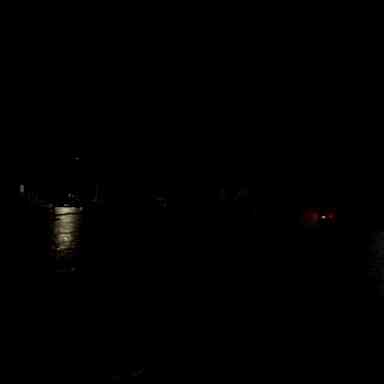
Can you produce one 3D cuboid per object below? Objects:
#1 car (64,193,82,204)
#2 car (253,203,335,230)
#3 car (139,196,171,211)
[{"bbox_3d":[-18.133,0.962,50.486,2.128,1.511,4.902,-1,1,-35],"label":"car"},{"bbox_3d":[6.053,1.404,20.402,2.033,1.411,5.357,0,1,-27],"label":"car"},{"bbox_3d":[-3.910,1.195,34.819,1.812,1.442,4.674,-1,1,-35],"label":"car"}]
